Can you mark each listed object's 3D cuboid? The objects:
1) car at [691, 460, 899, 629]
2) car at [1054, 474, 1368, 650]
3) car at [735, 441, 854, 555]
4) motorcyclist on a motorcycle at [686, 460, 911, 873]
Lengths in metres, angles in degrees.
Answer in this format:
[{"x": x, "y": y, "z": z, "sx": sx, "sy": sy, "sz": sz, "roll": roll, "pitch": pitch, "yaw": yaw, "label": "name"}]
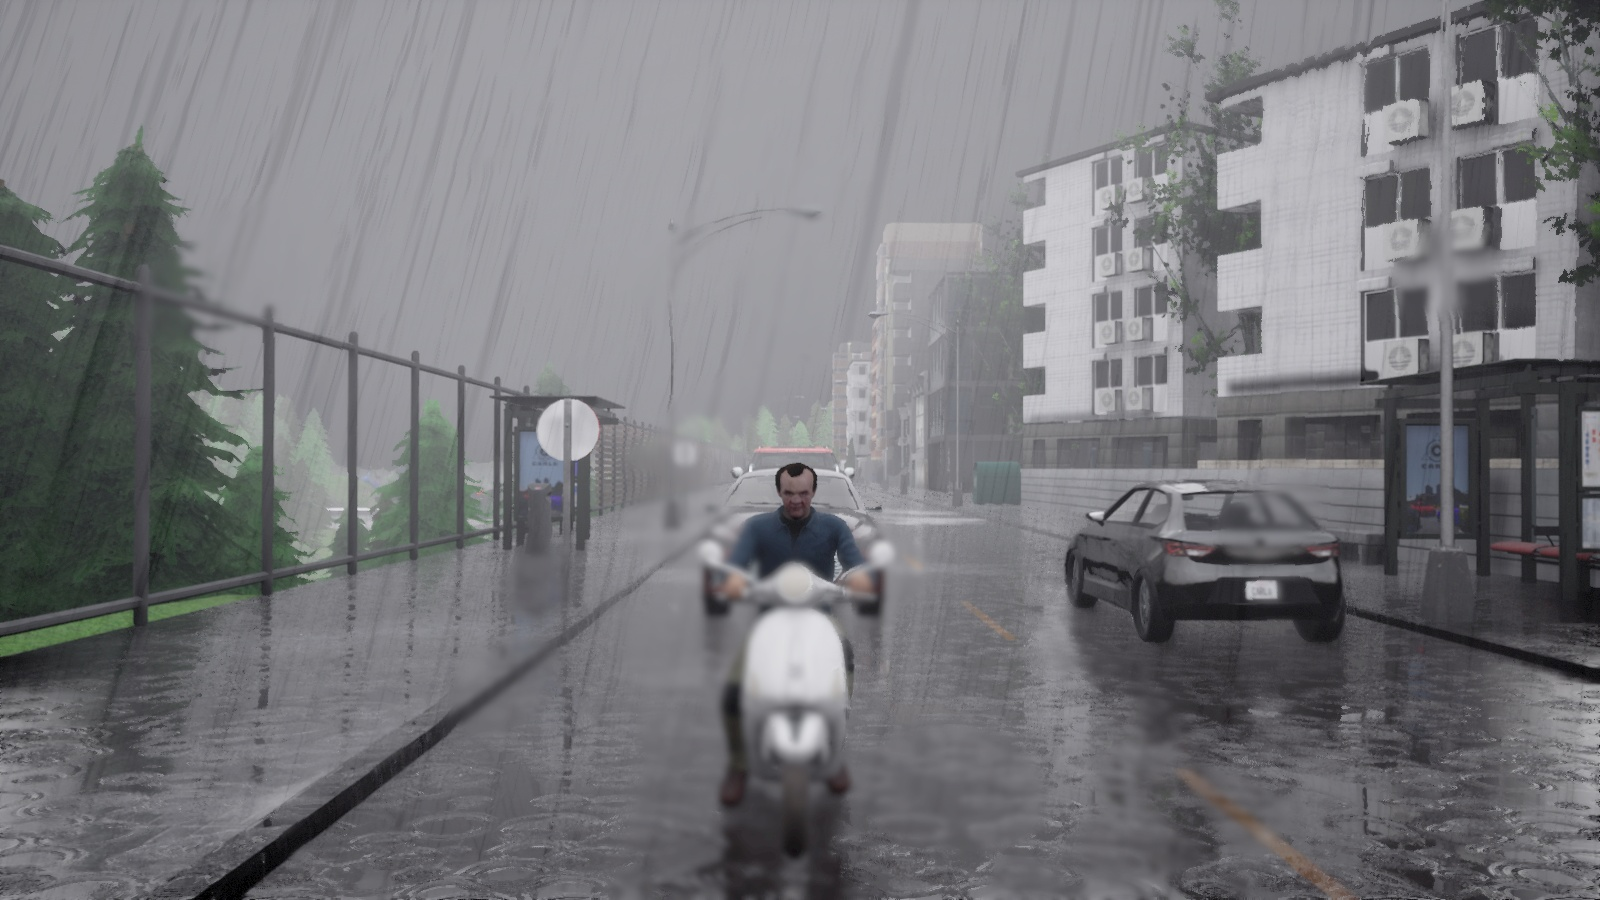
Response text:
[{"x": -0.063, "y": 0.962, "z": 14.783, "sx": 2.033, "sy": 1.649, "sz": 4.856, "roll": 0, "pitch": -1, "yaw": 0, "label": "car"}, {"x": 3.948, "y": 1.001, "z": 12.867, "sx": 1.816, "sy": 1.474, "sz": 4.193, "roll": 0, "pitch": -1, "yaw": 0, "label": "car"}, {"x": -0.130, "y": 0.911, "z": 25.537, "sx": 2.150, "sy": 2.045, "sz": 5.566, "roll": 0, "pitch": -1, "yaw": -1, "label": "car"}, {"x": -0.011, "y": 0.851, "z": 5.774, "sx": 0.866, "sy": 1.590, "sz": 1.817, "roll": 0, "pitch": -1, "yaw": 0, "label": "motorcyclist on a motorcycle"}]
